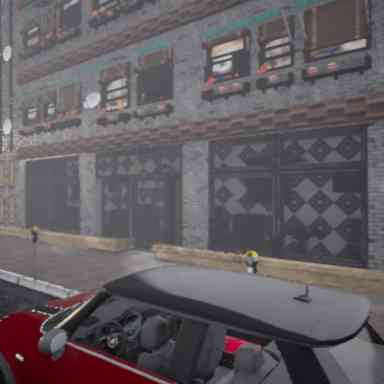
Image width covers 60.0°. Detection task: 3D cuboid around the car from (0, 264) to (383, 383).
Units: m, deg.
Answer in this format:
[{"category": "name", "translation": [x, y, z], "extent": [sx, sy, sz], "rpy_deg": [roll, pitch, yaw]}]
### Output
[{"category": "car", "translation": [-0.268, 1.435, 3.069], "extent": [4.097, 1.590, 1.967], "rpy_deg": [0, 0, 35]}]
